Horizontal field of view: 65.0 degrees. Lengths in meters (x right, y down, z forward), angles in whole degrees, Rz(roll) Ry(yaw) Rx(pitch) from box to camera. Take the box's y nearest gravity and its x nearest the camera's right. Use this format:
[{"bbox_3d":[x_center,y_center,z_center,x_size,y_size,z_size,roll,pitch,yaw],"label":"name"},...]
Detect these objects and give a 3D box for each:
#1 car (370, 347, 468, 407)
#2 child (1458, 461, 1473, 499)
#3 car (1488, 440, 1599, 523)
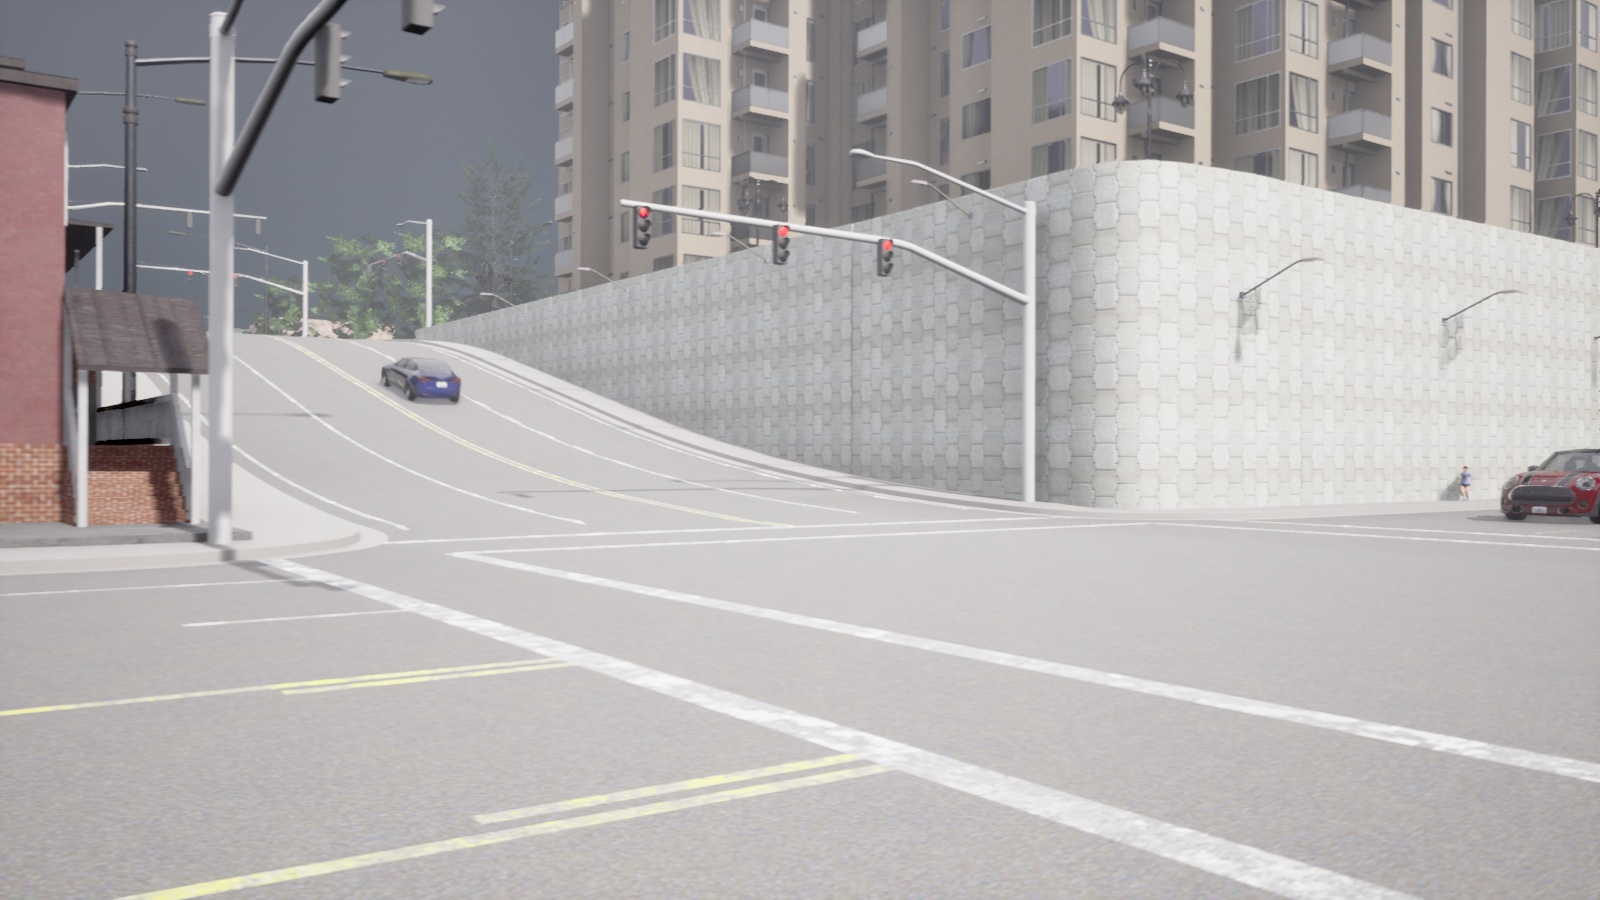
[{"bbox_3d":[-14.892,-2.863,48.901,2.163,1.488,4.792,0,12,-35],"label":"car"},{"bbox_3d":[19.755,0.884,37.283,0.394,1.110,0.255,0,0,-36],"label":"child"},{"bbox_3d":[18.212,0.683,29.169,4.553,1.767,2.097,0,0,-35],"label":"car"}]
